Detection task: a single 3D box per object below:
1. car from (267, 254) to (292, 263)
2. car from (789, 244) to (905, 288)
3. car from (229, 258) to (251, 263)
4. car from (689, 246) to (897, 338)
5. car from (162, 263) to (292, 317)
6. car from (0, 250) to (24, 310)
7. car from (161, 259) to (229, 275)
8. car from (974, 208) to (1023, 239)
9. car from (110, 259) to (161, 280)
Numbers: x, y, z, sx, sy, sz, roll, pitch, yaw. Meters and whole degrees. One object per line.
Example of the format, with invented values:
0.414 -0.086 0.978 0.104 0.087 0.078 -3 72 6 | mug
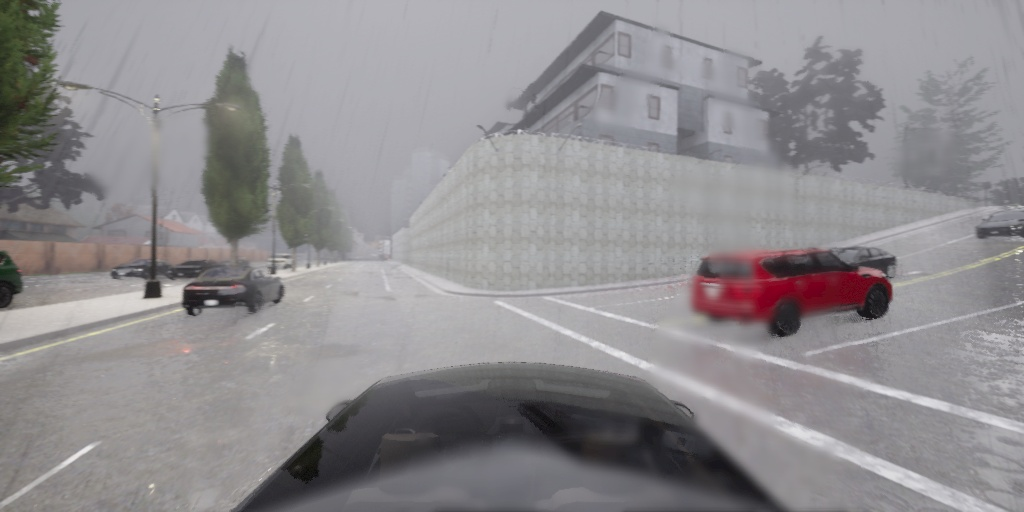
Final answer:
-32.106 0.725 49.890 2.150 2.045 5.566 1 -1 -20 | car
15.234 0.370 16.314 4.892 1.490 1.837 -4 3 -20 | car
-33.691 0.936 43.960 2.128 1.511 4.902 1 0 -20 | car
7.609 0.797 9.894 5.566 2.045 2.150 -5 2 -18 | car
-9.625 1.155 12.754 2.128 1.511 4.902 1 0 -20 | car
-17.376 0.750 10.097 2.150 2.045 5.566 1 0 -20 | car
-23.694 0.994 27.055 1.882 1.535 5.008 1 0 -20 | car
30.877 -2.100 22.101 5.008 1.535 1.882 -11 4 -20 | car
-27.271 0.948 26.634 2.128 1.511 4.902 1 0 -20 | car
